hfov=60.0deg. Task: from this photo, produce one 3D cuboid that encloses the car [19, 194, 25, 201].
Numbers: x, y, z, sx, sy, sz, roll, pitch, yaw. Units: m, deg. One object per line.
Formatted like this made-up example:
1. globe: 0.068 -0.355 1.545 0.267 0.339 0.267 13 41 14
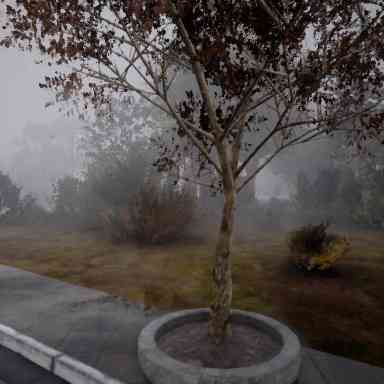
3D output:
1. car: -23.183 1.014 42.251 2.097 1.767 4.553 1 0 32
